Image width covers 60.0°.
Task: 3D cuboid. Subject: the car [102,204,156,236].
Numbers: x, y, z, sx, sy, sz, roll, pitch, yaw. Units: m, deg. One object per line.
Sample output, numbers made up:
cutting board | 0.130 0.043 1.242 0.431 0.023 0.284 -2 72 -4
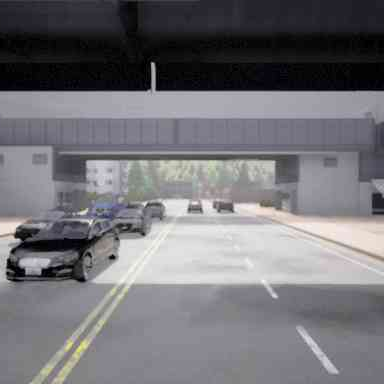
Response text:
car | -3.411 1.630 18.826 1.994 1.385 4.181 0 0 0

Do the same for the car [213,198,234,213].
car | 3.895 1.657 39.369 1.837 1.490 4.892 0 0 1

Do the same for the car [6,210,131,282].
car | -3.490 1.524 9.916 2.128 1.511 4.902 0 0 2

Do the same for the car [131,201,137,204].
car | -6.673 1.733 37.812 1.895 1.301 4.718 0 0 1

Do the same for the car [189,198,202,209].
car | 0.490 1.662 49.477 1.882 1.535 5.008 0 0 0

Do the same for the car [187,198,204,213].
car | 0.392 1.694 39.178 2.033 1.411 5.357 0 0 1

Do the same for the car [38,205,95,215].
car | -6.932 1.602 17.100 2.033 1.411 5.357 0 0 1

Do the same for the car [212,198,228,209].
car | 4.046 1.681 49.225 2.128 1.511 4.902 0 0 2

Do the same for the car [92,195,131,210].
car | -6.812 1.313 27.370 2.150 2.045 5.566 0 0 0

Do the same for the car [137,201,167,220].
car | -3.296 1.609 29.205 1.837 1.490 4.892 0 0 1
